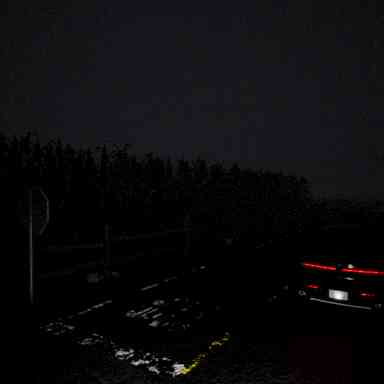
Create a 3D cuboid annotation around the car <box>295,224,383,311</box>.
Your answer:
[{"bbox_3d":[3.804,1.498,7.676,1.837,1.490,4.892,0,0,33],"label":"car"}]
